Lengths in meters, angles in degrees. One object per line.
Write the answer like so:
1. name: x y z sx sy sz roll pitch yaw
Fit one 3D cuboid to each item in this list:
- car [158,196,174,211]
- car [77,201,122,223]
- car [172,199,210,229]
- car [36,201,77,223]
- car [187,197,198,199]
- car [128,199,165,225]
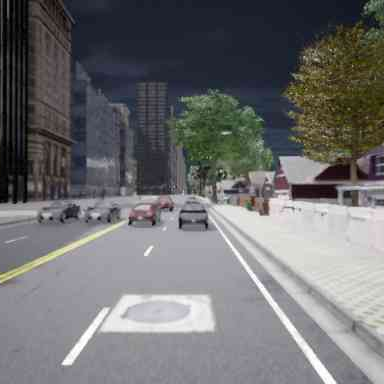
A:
1. car: -3.197 1.272 39.256 2.097 1.767 4.553 0 0 0
2. car: -6.513 1.436 24.770 2.128 1.511 4.902 0 0 0
3. car: 0.092 1.442 21.338 2.128 1.511 4.902 0 0 0
4. car: -9.763 1.436 24.765 2.128 1.511 4.902 0 0 0
5. car: 0.057 1.427 40.314 1.837 1.490 4.892 0 1 0
6. car: -3.237 1.471 23.279 1.812 1.442 4.674 0 0 1
